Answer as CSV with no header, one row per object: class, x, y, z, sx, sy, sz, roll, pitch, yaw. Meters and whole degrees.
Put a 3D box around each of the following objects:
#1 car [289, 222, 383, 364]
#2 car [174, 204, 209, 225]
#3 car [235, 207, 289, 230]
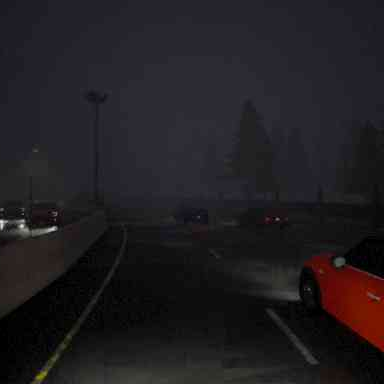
car,3.251,1.374,4.775,2.097,1.767,4.553,0,0,-3
car,-0.149,1.646,26.154,1.882,1.535,5.008,0,0,-14
car,4.504,1.676,22.022,2.033,1.411,5.357,0,0,-12
